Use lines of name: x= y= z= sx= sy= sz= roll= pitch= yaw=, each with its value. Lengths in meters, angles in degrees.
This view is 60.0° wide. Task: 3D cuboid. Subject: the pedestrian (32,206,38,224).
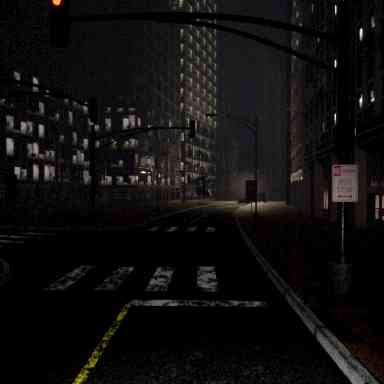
pedestrian: x=-9.392 y=1.345 z=19.878 sx=0.500 sy=1.100 sz=0.500 roll=0 pitch=0 yaw=17

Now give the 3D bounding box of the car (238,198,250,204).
car: x=10.842 y=1.864 z=69.010 sx=1.895 sy=1.301 sz=4.718 roll=0 pitch=0 yaw=18
